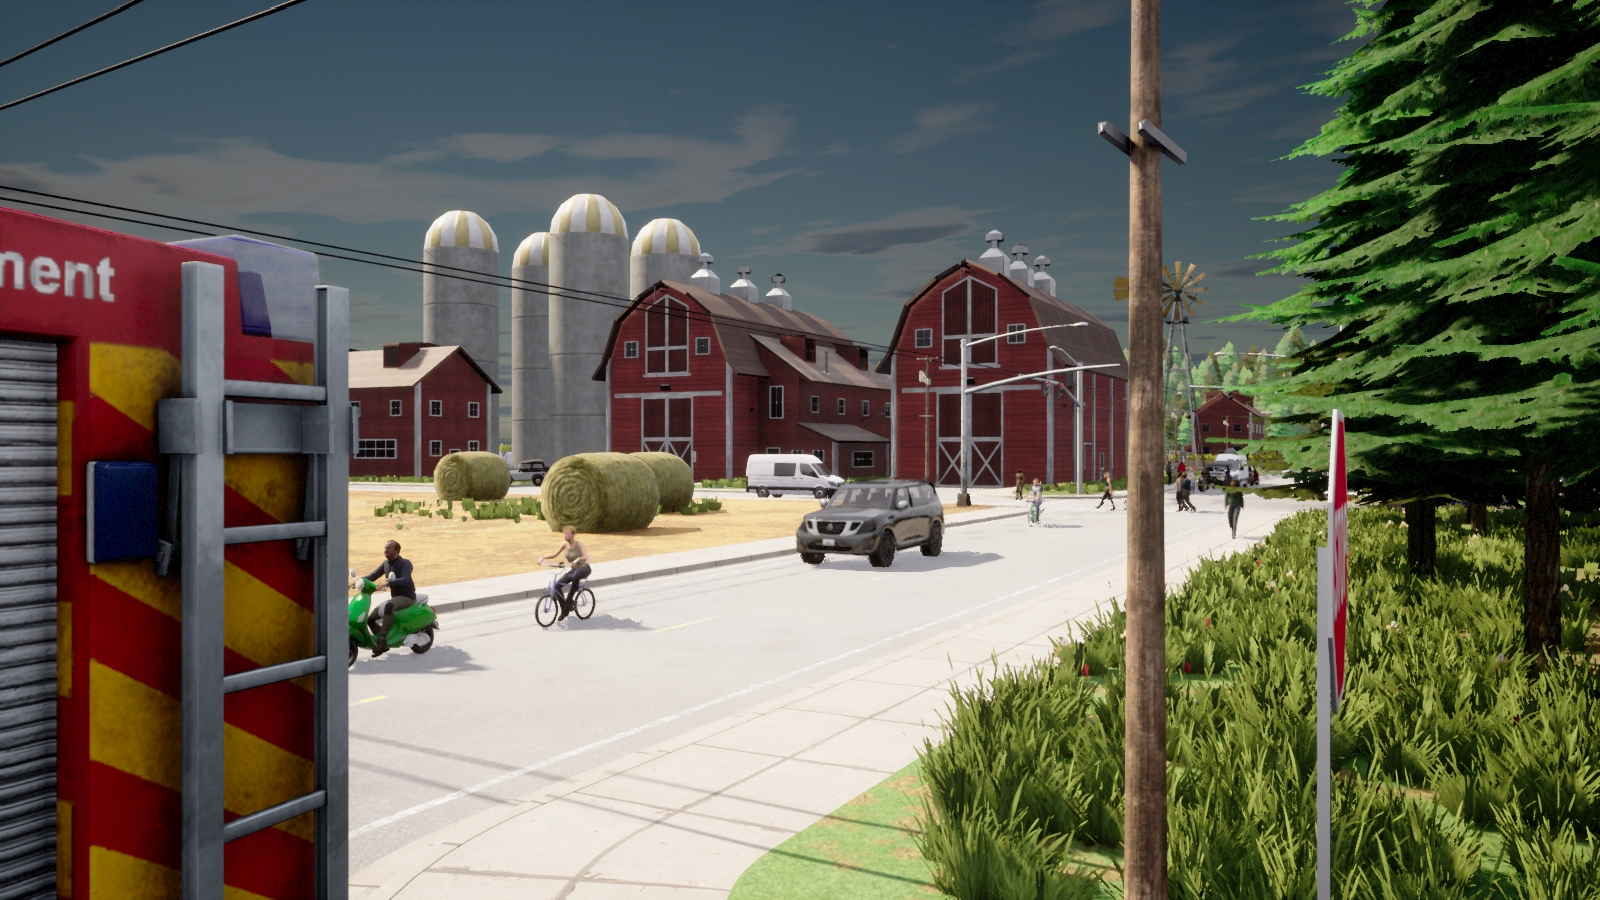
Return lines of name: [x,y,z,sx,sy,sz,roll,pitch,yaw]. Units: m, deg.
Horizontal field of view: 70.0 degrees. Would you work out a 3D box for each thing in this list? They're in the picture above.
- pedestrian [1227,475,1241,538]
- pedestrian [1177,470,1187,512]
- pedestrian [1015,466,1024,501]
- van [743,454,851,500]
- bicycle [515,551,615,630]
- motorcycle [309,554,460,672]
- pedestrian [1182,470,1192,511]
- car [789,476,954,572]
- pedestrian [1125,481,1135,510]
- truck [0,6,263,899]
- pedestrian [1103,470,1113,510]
pedestrian: [13.028,1.696,34.293,0.375,1.860,0.375,0,0,24]
pedestrian: [17.109,1.846,51.200,0.375,1.860,0.375,0,0,28]
pedestrian: [11.979,1.822,62.321,0.375,1.860,0.375,0,0,30]
van: [-0.188,1.504,65.713,5.915,2.561,1.988,0,0,27]
bicycle: [-3.814,2.256,18.647,0.859,1.080,1.487,0,0,28]
motorcycle: [-5.557,2.142,15.380,0.856,1.316,1.805,0,0,28]
pedestrian: [17.600,1.842,51.947,0.375,1.860,0.375,0,0,34]
car: [1.992,1.778,29.369,2.150,2.045,5.566,0,0,28]
pedestrian: [15.356,2.119,53.167,0.375,1.300,0.375,0,0,33]
truck: [-6.084,0.867,3.642,8.468,3.827,2.891,0,0,21]
pedestrian: [14.259,1.844,52.838,0.375,1.860,0.375,0,0,25]
